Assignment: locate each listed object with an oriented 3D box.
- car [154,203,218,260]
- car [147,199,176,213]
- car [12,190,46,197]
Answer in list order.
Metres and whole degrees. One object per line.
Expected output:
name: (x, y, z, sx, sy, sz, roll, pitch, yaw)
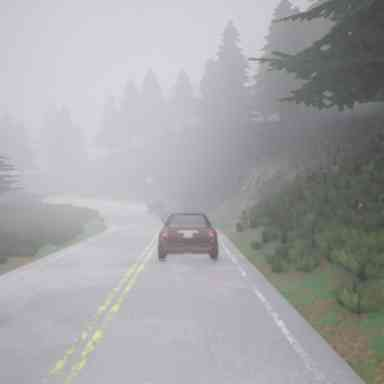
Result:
car: (-0.156, 1.500, 13.278, 2.097, 1.767, 4.553, 0, -1, -1)
car: (-2.255, 1.345, 28.462, 2.033, 1.411, 5.357, -2, 9, -26)
car: (-19.394, 0.316, 38.313, 5.008, 1.535, 1.882, 0, 4, 8)
